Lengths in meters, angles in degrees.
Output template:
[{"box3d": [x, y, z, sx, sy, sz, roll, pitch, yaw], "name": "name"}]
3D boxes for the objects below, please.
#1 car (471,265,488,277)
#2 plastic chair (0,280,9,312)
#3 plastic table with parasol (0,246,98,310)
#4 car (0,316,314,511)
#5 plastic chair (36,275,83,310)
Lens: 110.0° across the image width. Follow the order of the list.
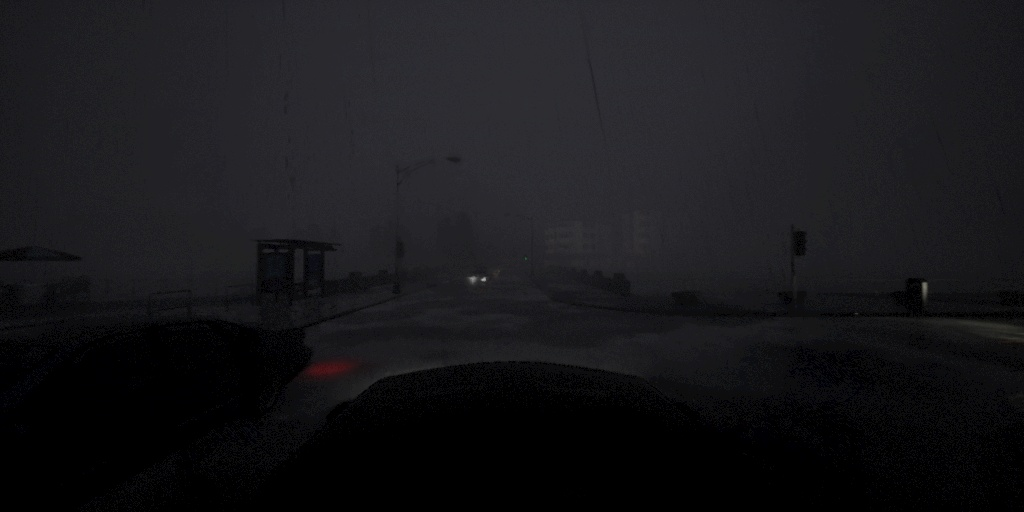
[{"box3d": [-3.993, 1.836, 44.952, 2.033, 1.411, 5.357, 0, -1, 0], "name": "car"}, {"box3d": [-19.197, 1.431, 12.989, 0.750, 1.272, 0.730, 0, 0, 0], "name": "plastic chair"}, {"box3d": [-19.167, 0.845, 14.329, 2.482, 2.480, 2.482, 0, 0, 0], "name": "plastic table with parasol"}, {"box3d": [-4.005, 1.330, 3.227, 2.033, 1.411, 5.357, 0, -1, 0], "name": "car"}, {"box3d": [-17.897, 1.447, 14.188, 0.730, 1.272, 0.750, 0, 0, 0], "name": "plastic chair"}]
